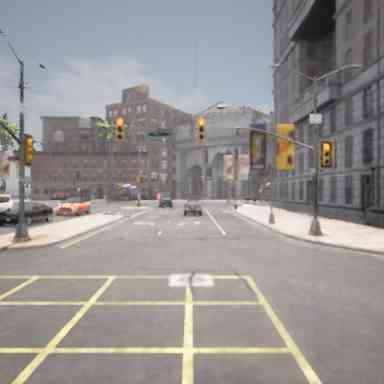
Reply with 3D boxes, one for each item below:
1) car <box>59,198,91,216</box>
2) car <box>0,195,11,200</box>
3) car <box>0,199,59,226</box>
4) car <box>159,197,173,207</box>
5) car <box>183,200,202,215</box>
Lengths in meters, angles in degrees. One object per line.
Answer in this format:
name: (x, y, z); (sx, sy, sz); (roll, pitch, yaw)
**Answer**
car: (-11.549, 1.349, 32.557); (2.097, 1.767, 4.553); (0, 0, 0)
car: (-15.028, 1.219, 23.944); (2.150, 2.045, 5.566); (0, 0, 0)
car: (-11.539, 1.475, 23.421); (1.882, 1.535, 5.008); (0, 0, 1)
car: (-3.967, 1.502, 49.721); (1.837, 1.490, 4.892); (0, 0, -9)
car: (0.080, 1.545, 33.256); (2.033, 1.411, 5.357); (0, 0, 0)
